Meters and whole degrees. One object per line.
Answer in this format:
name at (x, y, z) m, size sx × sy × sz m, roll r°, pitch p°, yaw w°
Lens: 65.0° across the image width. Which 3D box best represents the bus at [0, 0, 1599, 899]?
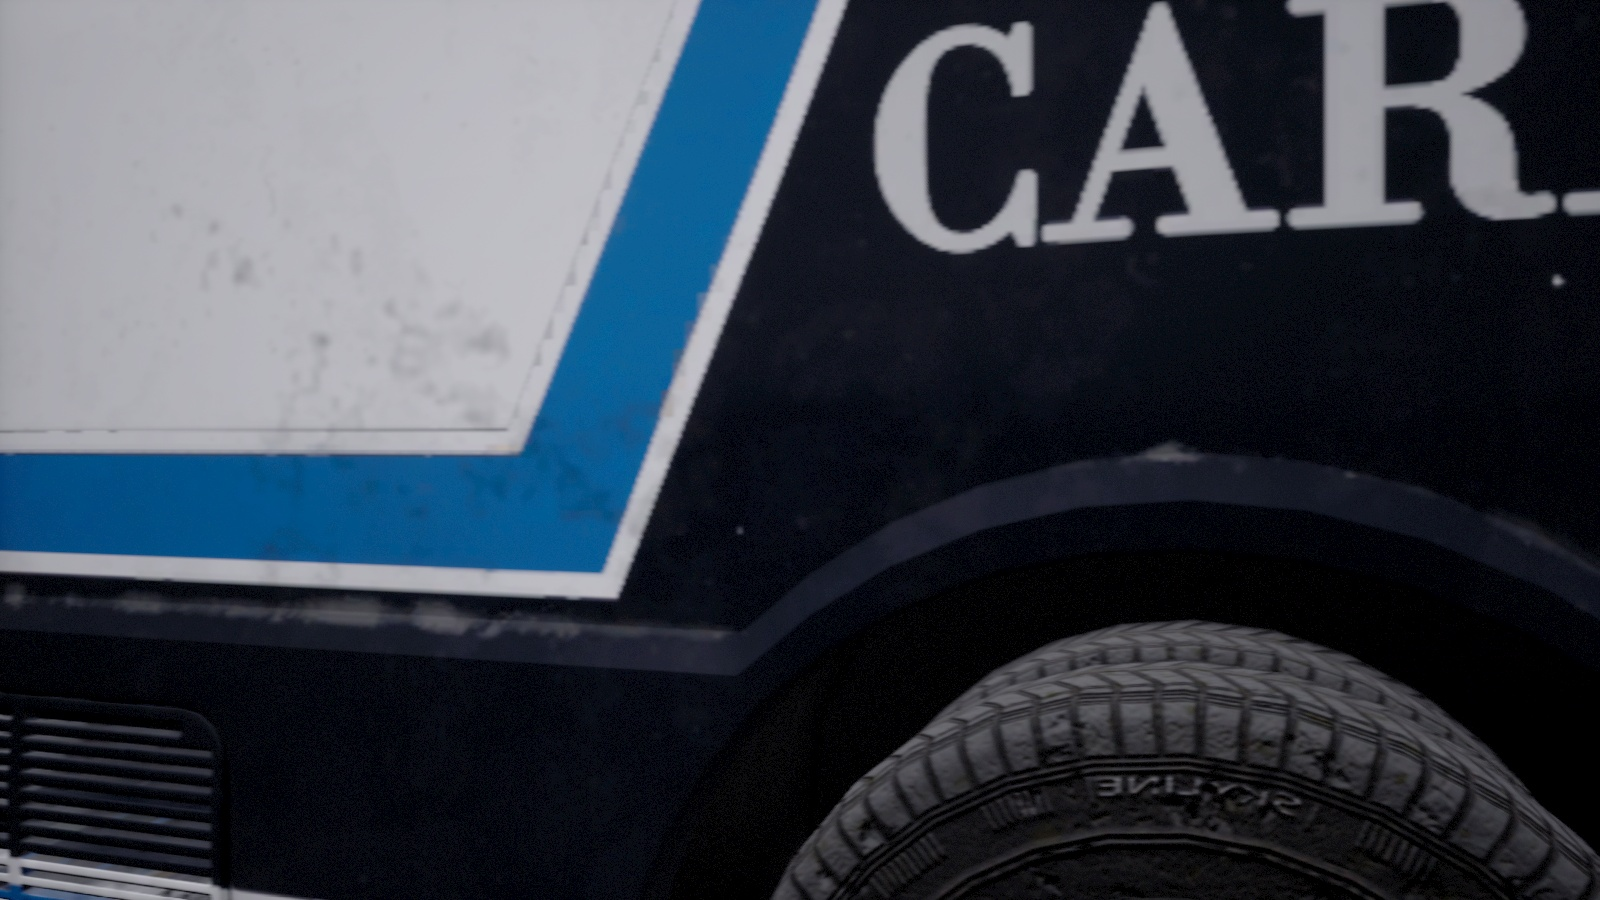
bus at (-1.627, -0.616, 3.720) m, size 10.273 × 4.253 × 3.944 m, roll 1°, pitch 1°, yaw 19°
